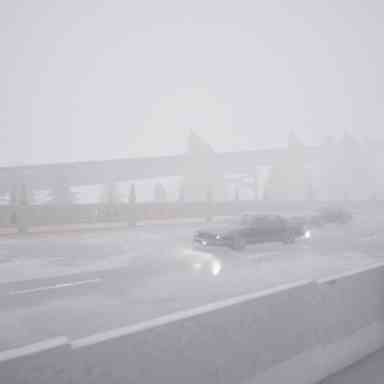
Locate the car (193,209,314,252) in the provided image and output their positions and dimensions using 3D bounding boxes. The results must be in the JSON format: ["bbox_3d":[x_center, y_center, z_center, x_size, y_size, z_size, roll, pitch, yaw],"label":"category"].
[{"bbox_3d":[2.658,1.600,14.444,5.357,1.411,2.033,0,0,-35],"label":"car"}]

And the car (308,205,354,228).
[{"bbox_3d":[9.173,1.640,23.352,5.357,1.411,2.033,0,0,-35],"label":"car"}]
